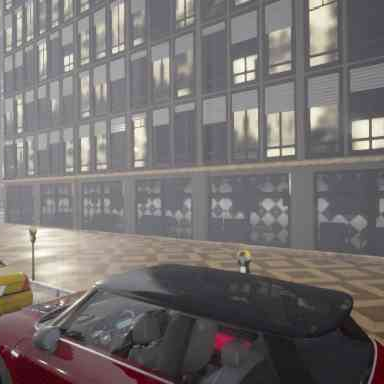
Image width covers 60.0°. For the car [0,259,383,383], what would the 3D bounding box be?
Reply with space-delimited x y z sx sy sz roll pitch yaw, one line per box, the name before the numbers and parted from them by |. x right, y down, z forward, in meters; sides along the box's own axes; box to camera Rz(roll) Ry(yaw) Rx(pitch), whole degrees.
car | -0.350 1.441 3.143 4.097 1.590 1.967 0 -1 35
